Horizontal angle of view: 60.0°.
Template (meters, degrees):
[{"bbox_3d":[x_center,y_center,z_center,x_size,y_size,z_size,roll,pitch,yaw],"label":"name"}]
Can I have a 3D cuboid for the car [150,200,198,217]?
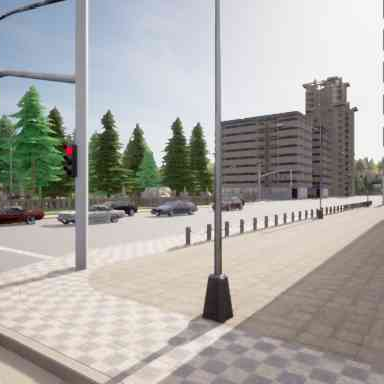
[{"bbox_3d":[-1.552,1.547,31.626,2.033,1.411,5.357,0,0,36],"label":"car"}]

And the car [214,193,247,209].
[{"bbox_3d":[5.560,1.223,47.534,2.150,2.045,5.566,0,0,36],"label":"car"}]

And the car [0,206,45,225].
[{"bbox_3d":[-12.588,1.601,22.276,1.895,1.301,4.718,0,0,37],"label":"car"}]

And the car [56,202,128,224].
[{"bbox_3d":[-7.162,1.601,23.773,1.895,1.301,4.718,0,0,36],"label":"car"}]

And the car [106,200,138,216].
[{"bbox_3d":[-7.096,1.478,29.890,1.882,1.535,5.008,0,0,36],"label":"car"}]

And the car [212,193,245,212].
[{"bbox_3d":[4.264,1.352,39.756,2.097,1.767,4.553,0,0,36],"label":"car"}]

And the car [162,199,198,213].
[{"bbox_3d":[-1.341,1.564,37.954,1.994,1.385,4.181,0,0,35],"label":"car"}]
